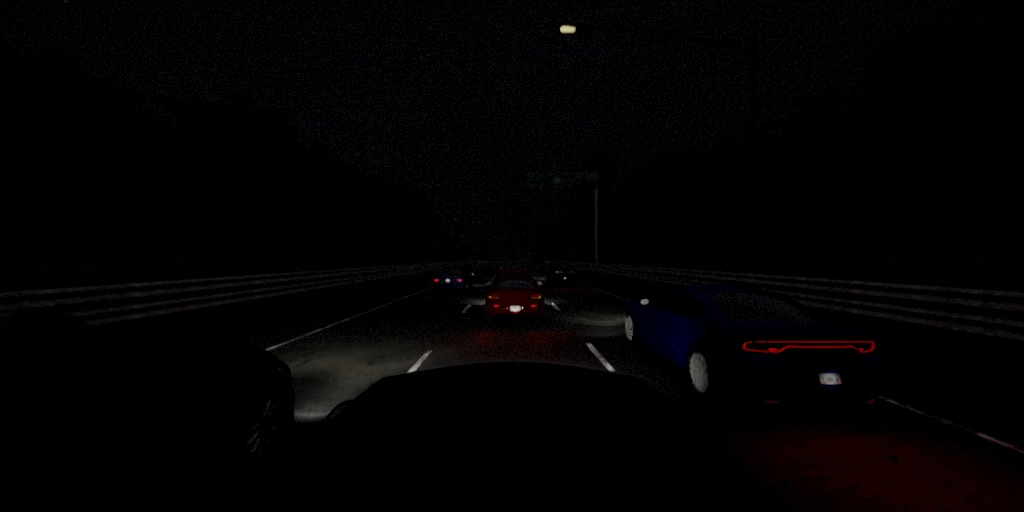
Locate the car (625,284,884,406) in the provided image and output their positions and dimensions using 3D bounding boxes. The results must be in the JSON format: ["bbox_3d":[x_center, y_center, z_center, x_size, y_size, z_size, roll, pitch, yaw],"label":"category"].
[{"bbox_3d":[3.596,1.240,6.527,1.882,1.535,5.008,0,0,0],"label":"car"}]

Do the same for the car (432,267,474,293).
[{"bbox_3d":[-3.405,1.352,21.501,2.033,1.411,5.357,0,0,0],"label":"car"}]

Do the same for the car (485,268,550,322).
[{"bbox_3d":[0.084,1.303,12.271,1.812,1.442,4.674,0,0,0],"label":"car"}]

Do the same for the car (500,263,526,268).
[{"bbox_3d":[0.094,1.305,28.362,1.882,1.535,5.008,0,0,0],"label":"car"}]

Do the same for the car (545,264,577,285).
[{"bbox_3d":[3.595,1.314,26.811,2.128,1.511,4.902,0,0,0],"label":"car"}]

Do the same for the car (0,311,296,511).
[{"bbox_3d":[-3.410,1.101,2.047,2.097,1.767,4.553,0,0,0],"label":"car"}]
